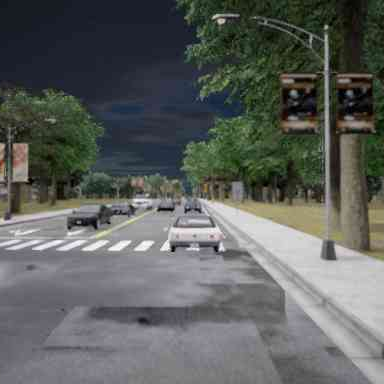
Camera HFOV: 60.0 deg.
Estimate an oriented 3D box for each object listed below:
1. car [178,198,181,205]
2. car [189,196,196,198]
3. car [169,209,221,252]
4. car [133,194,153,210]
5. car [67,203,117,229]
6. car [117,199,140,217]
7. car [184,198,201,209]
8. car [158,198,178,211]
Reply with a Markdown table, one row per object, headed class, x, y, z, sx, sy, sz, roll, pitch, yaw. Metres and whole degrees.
| class | x | y | z | sx | sy | sz | roll | pitch | yaw |
| --- | --- | --- | --- | --- | --- | --- | --- | --- | --- |
| car | -3.165 | 1.830 | 65.806 | 1.994 | 1.385 | 4.181 | 0 | -1 | 0 |
| car | 0.072 | 1.584 | 61.743 | 2.097 | 1.767 | 4.553 | 0 | -1 | 0 |
| car | 0.099 | 1.614 | 14.040 | 1.895 | 1.301 | 4.718 | 0 | 0 | 0 |
| car | -6.567 | 1.340 | 44.309 | 2.150 | 2.045 | 5.566 | 0 | -1 | 1 |
| car | -6.594 | 1.512 | 21.893 | 1.882 | 1.535 | 5.008 | 0 | 0 | 0 |
| car | -6.586 | 1.629 | 31.748 | 1.994 | 1.385 | 4.181 | 0 | 0 | 0 |
| car | 0.098 | 1.690 | 38.261 | 1.895 | 1.301 | 4.718 | 0 | 0 | 0 |
| car | -3.152 | 1.668 | 41.713 | 1.994 | 1.385 | 4.181 | 0 | 0 | 0 |
